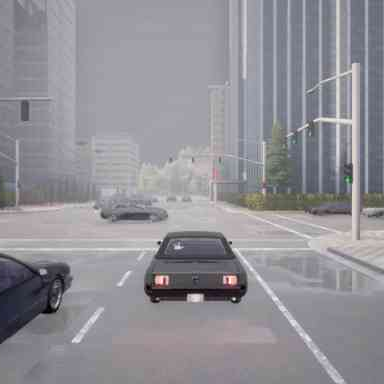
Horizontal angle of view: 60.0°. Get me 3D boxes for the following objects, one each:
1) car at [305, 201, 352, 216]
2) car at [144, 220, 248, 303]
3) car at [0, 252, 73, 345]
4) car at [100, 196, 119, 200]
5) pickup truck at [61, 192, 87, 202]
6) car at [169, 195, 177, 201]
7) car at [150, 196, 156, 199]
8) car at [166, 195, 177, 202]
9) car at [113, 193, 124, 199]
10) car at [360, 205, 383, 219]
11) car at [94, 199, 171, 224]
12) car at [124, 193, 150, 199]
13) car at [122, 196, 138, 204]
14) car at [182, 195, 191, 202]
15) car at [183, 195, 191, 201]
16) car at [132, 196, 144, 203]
[{"bbox_3d":[13.590,1.547,31.559,5.357,1.411,2.033,0,0,-3],"label":"car"},{"bbox_3d":[0.069,1.601,8.153,1.895,1.301,4.718,0,0,0],"label":"car"},{"bbox_3d":[-3.435,1.547,4.558,2.033,1.411,5.357,0,0,0],"label":"car"},{"bbox_3d":[-11.332,1.564,43.322,1.994,1.385,4.181,0,0,-1],"label":"car"},{"bbox_3d":[-24.753,1.059,69.215,2.390,2.098,6.274,0,0,30],"label":"pickup truck"},{"bbox_3d":[-4.867,1.524,84.706,1.812,1.442,4.674,0,0,-1],"label":"car"},{"bbox_3d":[-8.039,1.352,57.918,2.097,1.767,4.553,0,0,-1],"label":"car"},{"bbox_3d":[-4.702,1.500,74.538,1.837,1.490,4.892,0,0,-1],"label":"car"},{"bbox_3d":[-11.467,1.221,52.655,2.150,2.045,5.566,0,0,-1],"label":"car"},{"bbox_3d":[16.945,1.601,28.051,4.718,1.301,1.895,0,0,0],"label":"car"},{"bbox_3d":[-4.188,1.491,24.165,4.902,1.511,2.128,0,0,-1],"label":"car"},{"bbox_3d":[-7.911,1.221,48.169,2.150,2.045,5.566,0,0,-1],"label":"car"},{"bbox_3d":[-11.585,1.491,62.603,2.128,1.511,4.902,0,0,-1],"label":"car"},{"bbox_3d":[-1.212,1.553,74.999,1.994,1.385,4.181,0,0,-1],"label":"car"},{"bbox_3d":[-1.367,1.540,84.774,2.033,1.411,5.357,0,0,-1],"label":"car"},{"bbox_3d":[-11.682,1.546,72.583,1.994,1.385,4.181,0,0,-1],"label":"car"}]
